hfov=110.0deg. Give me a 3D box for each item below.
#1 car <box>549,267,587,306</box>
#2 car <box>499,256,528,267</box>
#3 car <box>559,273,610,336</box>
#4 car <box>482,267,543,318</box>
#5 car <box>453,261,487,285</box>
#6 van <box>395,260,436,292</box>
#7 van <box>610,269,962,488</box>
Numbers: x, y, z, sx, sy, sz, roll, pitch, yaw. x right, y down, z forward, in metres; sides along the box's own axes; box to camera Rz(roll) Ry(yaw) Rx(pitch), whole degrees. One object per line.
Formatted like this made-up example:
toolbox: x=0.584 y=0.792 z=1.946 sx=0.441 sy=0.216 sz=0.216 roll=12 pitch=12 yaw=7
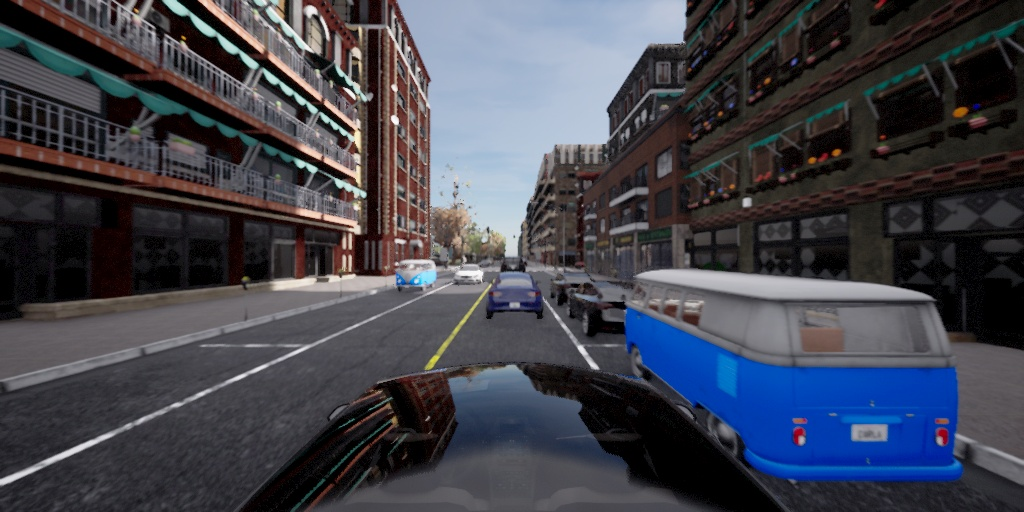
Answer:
car: x=2.685 y=1.350 z=15.874 sx=1.948 sy=1.339 sz=4.313 roll=0 pitch=0 yaw=0
car: x=0.086 y=1.049 z=31.613 sx=2.150 sy=2.045 sz=5.566 roll=0 pitch=0 yaw=0
car: x=2.688 y=1.336 z=10.211 sx=1.948 sy=1.339 sz=4.313 roll=0 pitch=0 yaw=0
car: x=0.089 y=1.303 z=12.938 sx=1.812 sy=1.442 sz=4.674 roll=0 pitch=0 yaw=0
car: x=-3.109 y=1.339 z=26.727 sx=1.812 sy=1.442 sz=4.674 roll=0 pitch=0 yaw=0
van: x=-5.697 y=1.140 z=21.531 sx=1.690 sy=1.789 sz=3.998 roll=0 pitch=0 yaw=0
van: x=2.690 y=1.097 z=4.550 sx=1.690 sy=1.789 sz=3.998 roll=0 pitch=0 yaw=0
